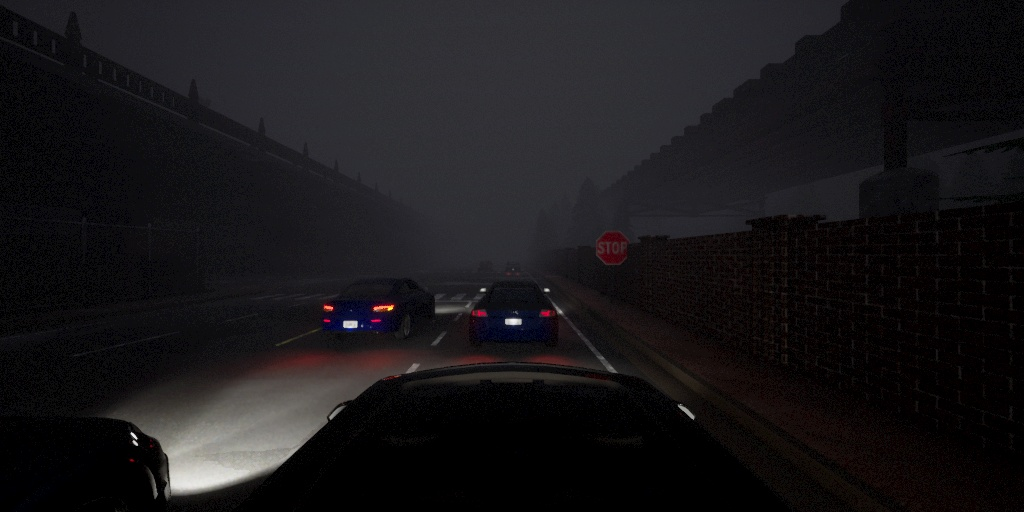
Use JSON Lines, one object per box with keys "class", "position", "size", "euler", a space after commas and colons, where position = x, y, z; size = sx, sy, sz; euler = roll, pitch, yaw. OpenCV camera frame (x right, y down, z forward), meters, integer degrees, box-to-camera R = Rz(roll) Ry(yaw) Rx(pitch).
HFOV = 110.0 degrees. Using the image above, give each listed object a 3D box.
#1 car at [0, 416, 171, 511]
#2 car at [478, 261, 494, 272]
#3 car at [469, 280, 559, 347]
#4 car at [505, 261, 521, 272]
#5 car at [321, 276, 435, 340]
{"class": "car", "position": [-3.399, 1.314, 0.763], "size": [1.994, 1.385, 4.181], "euler": [0, 0, 0]}
{"class": "car", "position": [-3.380, 1.297, 45.981], "size": [2.033, 1.411, 5.357], "euler": [0, 0, -1]}
{"class": "car", "position": [0.072, 1.314, 9.335], "size": [1.994, 1.385, 4.181], "euler": [0, 0, 1]}
{"class": "car", "position": [0.115, 1.351, 46.149], "size": [1.895, 1.301, 4.718], "euler": [0, 0, -1]}
{"class": "car", "position": [-3.410, 1.276, 9.859], "size": [1.812, 1.442, 4.674], "euler": [0, 0, 0]}
